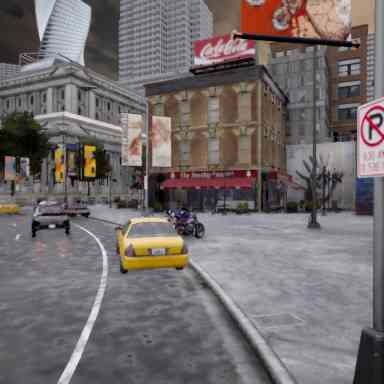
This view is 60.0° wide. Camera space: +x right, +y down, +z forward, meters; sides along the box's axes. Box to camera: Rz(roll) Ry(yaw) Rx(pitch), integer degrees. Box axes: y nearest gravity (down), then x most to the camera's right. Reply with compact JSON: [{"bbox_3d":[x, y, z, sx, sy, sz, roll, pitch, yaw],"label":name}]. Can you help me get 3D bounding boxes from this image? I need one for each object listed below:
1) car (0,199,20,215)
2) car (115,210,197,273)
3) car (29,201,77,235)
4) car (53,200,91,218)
[{"bbox_3d":[-18.876,1.439,33.157,5.366,1.575,1.801,0,0,44],"label":"car"},{"bbox_3d":[-1.478,1.456,10.764,1.801,1.575,5.366,0,0,-15],"label":"car"},{"bbox_3d":[-8.094,1.484,18.871,2.128,1.511,4.902,0,0,-26],"label":"car"},{"bbox_3d":[-10.377,1.586,28.766,1.895,1.301,4.718,0,0,-34],"label":"car"}]
